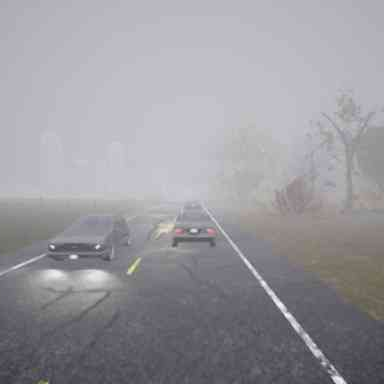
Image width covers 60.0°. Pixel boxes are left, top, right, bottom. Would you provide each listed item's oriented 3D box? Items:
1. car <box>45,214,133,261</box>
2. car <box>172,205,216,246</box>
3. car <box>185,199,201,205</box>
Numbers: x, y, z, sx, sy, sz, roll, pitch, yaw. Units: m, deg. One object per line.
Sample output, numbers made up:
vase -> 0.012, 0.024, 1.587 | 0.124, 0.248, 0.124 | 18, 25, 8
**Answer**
car -> -3.505, 1.541, 12.527 | 2.033, 1.411, 5.357 | 0, 0, 0
car -> 0.080, 1.540, 15.279 | 2.033, 1.411, 5.357 | 0, 0, 0
car -> 0.098, 1.543, 41.607 | 1.994, 1.385, 4.181 | 0, 0, 0
